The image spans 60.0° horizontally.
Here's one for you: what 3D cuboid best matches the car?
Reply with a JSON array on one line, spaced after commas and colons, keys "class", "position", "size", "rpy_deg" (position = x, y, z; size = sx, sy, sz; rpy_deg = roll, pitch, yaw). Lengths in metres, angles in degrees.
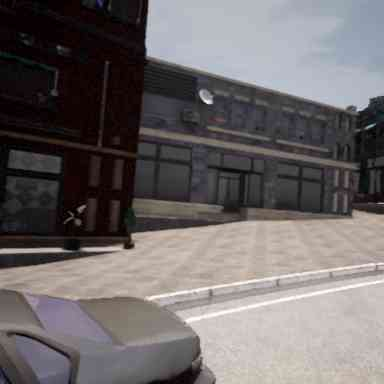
[{"class": "car", "position": [-2.348, 1.523, 2.198], "size": [5.357, 1.411, 2.033], "rpy_deg": [1, 0, -35]}]
